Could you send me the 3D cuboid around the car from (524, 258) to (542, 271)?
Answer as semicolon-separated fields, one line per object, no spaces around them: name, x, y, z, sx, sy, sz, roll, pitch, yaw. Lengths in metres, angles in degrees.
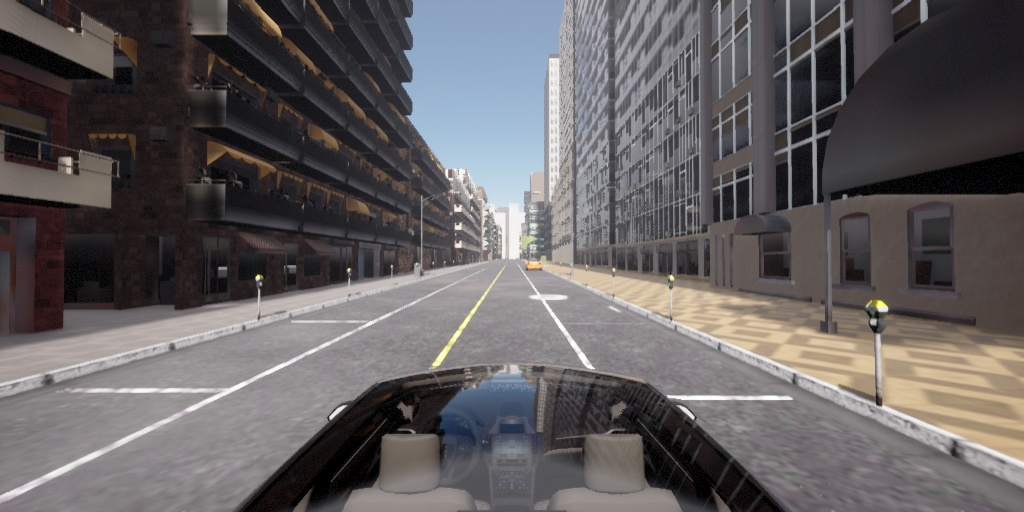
car;2.988;1.093;50.176;2.097;1.767;4.553;0;0;0
